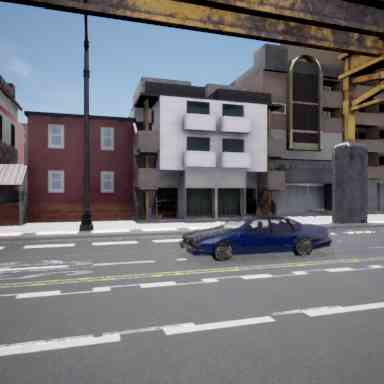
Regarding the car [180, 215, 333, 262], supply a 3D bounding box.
[{"bbox_3d":[2.326,1.547,11.926,5.357,1.411,2.033,0,0,-17],"label":"car"}]
